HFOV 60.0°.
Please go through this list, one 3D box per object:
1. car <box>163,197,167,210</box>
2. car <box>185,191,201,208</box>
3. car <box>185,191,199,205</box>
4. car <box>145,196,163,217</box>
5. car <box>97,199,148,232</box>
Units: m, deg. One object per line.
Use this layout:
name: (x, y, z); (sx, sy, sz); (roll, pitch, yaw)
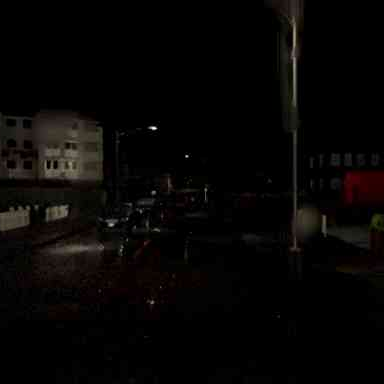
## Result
car: (-4.054, 1.263, 39.464); (1.882, 1.535, 5.008); (0, 0, 0)
car: (0.101, 1.113, 43.844); (2.097, 1.767, 4.553); (0, 0, 0)
car: (0.001, 0.929, 53.705); (2.150, 2.045, 5.566); (0, 0, 0)
car: (-4.093, 1.332, 29.289); (2.128, 1.511, 4.902); (0, 0, 0)
car: (-4.100, 1.386, 19.326); (2.128, 1.511, 4.902); (0, 0, 0)
